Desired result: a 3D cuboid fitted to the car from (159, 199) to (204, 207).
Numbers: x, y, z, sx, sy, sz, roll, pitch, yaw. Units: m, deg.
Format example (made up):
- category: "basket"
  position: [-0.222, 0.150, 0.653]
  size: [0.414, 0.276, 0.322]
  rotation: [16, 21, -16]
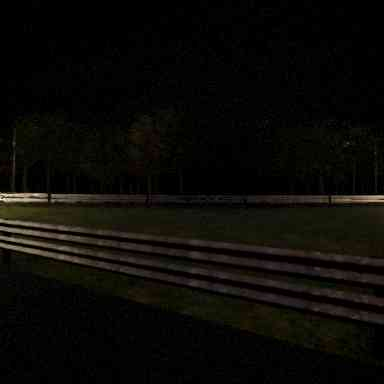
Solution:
- category: "car"
  position: [-1.203, 1.040, 38.718]
  size: [5.357, 1.411, 2.033]
  rotation: [0, 0, -3]
